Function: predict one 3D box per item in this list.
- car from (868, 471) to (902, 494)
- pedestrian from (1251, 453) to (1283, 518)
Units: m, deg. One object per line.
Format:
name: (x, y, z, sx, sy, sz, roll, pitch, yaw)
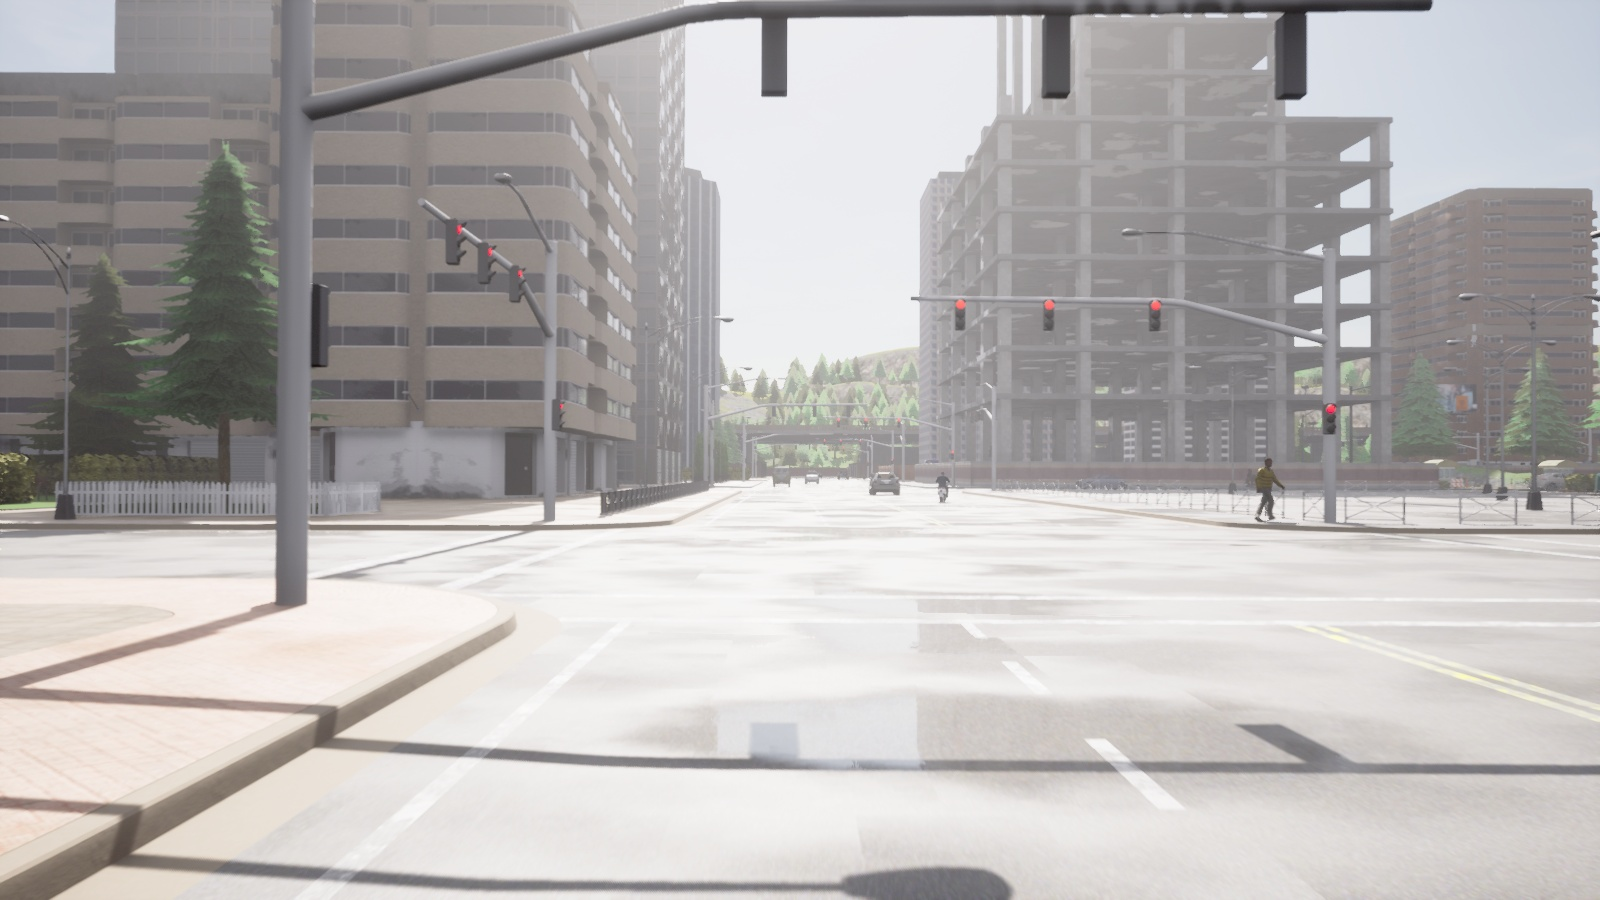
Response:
car: (5.612, 2.155, 83.375, 1.970, 1.475, 3.806, 0, -1, 0)
pedestrian: (13.323, 1.015, 35.815, 0.431, 1.840, 0.709, 0, -1, -33)
